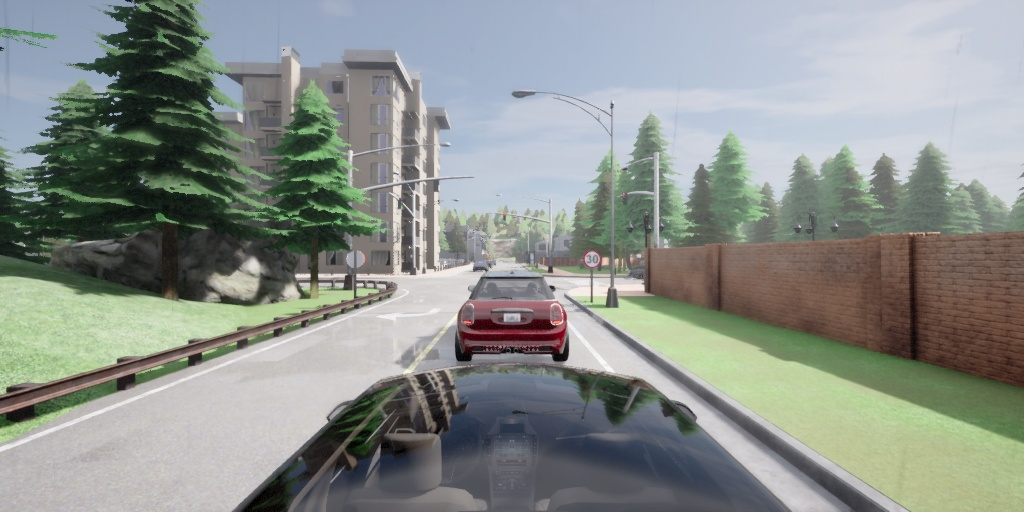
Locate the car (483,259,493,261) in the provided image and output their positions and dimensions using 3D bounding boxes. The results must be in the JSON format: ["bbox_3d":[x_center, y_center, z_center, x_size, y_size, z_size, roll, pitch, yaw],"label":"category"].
[{"bbox_3d":[-4.000,1.297,46.712,2.033,1.411,5.357,0,0,0],"label":"car"}]

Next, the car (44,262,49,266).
[{"bbox_3d":[-33.186,0.987,24.685,5.566,2.045,2.150,0,0,0],"label":"car"}]

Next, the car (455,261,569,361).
[{"bbox_3d":[0.001,1.102,8.417,2.097,1.767,4.553,0,0,0],"label":"car"}]

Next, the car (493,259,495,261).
[{"bbox_3d":[-4.089,1.351,57.184,1.895,1.301,4.718,0,0,0],"label":"car"}]

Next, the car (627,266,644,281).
[{"bbox_3d":[12.053,1.227,29.723,4.902,1.511,2.128,0,0,-2],"label":"car"}]
